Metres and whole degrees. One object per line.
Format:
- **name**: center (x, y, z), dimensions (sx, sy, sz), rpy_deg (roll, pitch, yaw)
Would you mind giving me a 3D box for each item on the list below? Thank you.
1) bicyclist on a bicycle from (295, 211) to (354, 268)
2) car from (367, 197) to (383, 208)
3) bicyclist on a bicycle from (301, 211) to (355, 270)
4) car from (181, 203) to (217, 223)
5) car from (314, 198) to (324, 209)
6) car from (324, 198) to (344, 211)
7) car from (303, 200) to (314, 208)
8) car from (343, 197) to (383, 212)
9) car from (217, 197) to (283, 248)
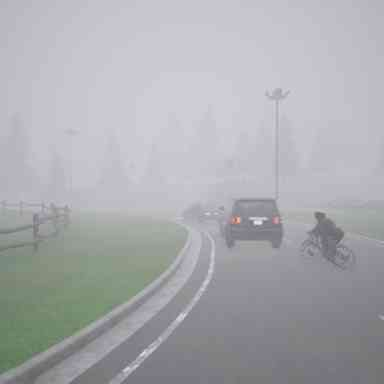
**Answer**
- **bicyclist on a bicycle**: center (4.205, 1.450, 10.648), dimensions (0.582, 1.620, 1.656), rpy_deg (0, -1, -40)
- **car**: center (27.735, 1.478, 47.056), dimensions (5.008, 1.535, 1.882), rpy_deg (0, 0, 3)
- **bicyclist on a bicycle**: center (4.015, 1.441, 9.907), dimensions (0.582, 1.620, 1.656), rpy_deg (0, -2, -41)
- **car**: center (0.814, 1.547, 25.378), dimensions (2.033, 1.411, 5.357), rpy_deg (0, 0, -20)
- **car**: center (19.283, 1.478, 43.901), dimensions (5.008, 1.535, 1.882), rpy_deg (0, 0, 2)
- **car**: center (19.426, 1.547, 40.399), dimensions (5.357, 1.411, 2.033), rpy_deg (0, 0, 2)
- **car**: center (18.270, 1.526, 47.442), dimensions (4.674, 1.442, 1.812), rpy_deg (0, 0, 2)
- **car**: center (19.789, 1.526, 36.879), dimensions (4.674, 1.442, 1.812), rpy_deg (0, 0, 3)
- **car**: center (2.471, 1.220, 14.876), dimensions (2.150, 2.045, 5.566), rpy_deg (0, 0, 1)
